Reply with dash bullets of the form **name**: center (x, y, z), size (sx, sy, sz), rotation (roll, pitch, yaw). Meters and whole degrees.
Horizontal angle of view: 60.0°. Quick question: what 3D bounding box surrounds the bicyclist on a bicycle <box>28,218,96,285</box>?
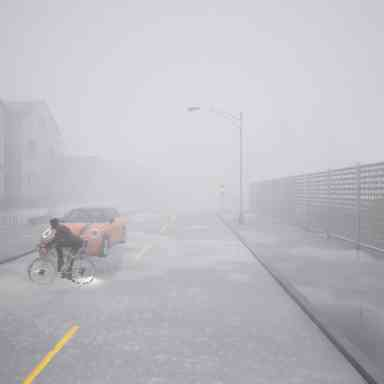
- **bicyclist on a bicycle**: center (-3.133, 1.453, 7.998), size (1.656, 1.620, 0.582), rotation (-1, 0, 1)

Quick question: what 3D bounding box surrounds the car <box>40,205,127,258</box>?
- **car**: center (-3.941, 1.353, 12.775), size (2.097, 1.767, 4.553), rotation (0, 0, 1)
